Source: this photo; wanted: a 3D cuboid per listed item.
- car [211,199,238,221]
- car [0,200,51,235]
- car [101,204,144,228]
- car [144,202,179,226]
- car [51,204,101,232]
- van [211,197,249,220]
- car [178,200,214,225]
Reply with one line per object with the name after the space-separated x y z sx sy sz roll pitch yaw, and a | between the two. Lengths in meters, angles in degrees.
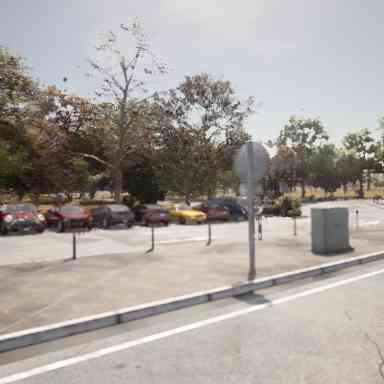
1.178 1.643 27.618 2.163 1.488 4.792 0 0 -36 | car
-10.109 1.405 19.546 2.185 1.767 4.553 0 0 -36 | car
-5.573 1.564 22.745 2.231 1.521 4.892 0 0 -36 | car
-3.337 1.609 24.387 2.163 1.488 4.792 0 0 -36 | car
-7.837 1.547 21.140 2.097 1.535 5.008 0 0 -36 | car
3.521 1.405 29.113 1.878 1.987 4.442 0 0 -36 | van
-0.955 1.594 25.827 1.946 1.575 5.366 0 0 -36 | car
